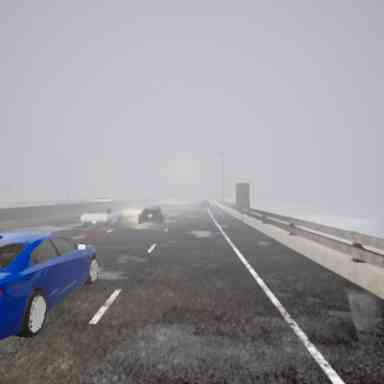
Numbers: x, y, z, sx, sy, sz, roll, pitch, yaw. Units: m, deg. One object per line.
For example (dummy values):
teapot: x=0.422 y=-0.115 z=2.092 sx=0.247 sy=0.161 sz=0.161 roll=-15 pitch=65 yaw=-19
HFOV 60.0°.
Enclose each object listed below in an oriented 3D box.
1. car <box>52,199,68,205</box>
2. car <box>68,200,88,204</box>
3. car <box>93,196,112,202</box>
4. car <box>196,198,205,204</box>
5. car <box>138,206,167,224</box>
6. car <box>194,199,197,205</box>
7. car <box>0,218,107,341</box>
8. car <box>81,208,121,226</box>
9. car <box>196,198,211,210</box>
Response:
car: x=-23.492 y=2.078 z=59.815 sx=2.128 sy=1.511 sz=4.902 roll=0 pitch=-1 yaw=2
car: x=-19.997 y=2.104 z=59.686 sx=1.812 sy=1.442 sz=4.674 roll=0 pitch=-1 yaw=2
car: x=-16.438 y=1.821 z=61.284 sx=2.150 sy=2.045 sz=5.566 roll=0 pitch=-1 yaw=2
car: x=2.238 y=2.297 z=88.015 sx=2.128 sy=1.511 sz=4.902 roll=0 pitch=-1 yaw=3
car: x=-3.176 y=1.818 z=27.448 sx=1.994 sy=1.385 sz=4.181 roll=0 pitch=-1 yaw=1
car: x=1.504 y=2.234 z=72.180 sx=1.895 sy=1.301 sz=4.718 roll=0 pitch=-1 yaw=2
car: x=-3.384 y=1.538 z=6.725 sx=1.882 sy=1.535 sz=5.008 roll=0 pitch=0 yaw=0
car: x=-6.714 y=1.832 z=25.156 sx=1.895 sy=1.301 sz=4.718 roll=0 pitch=-1 yaw=1
car: x=2.048 y=2.021 z=53.349 sx=1.837 sy=1.490 sz=4.892 roll=0 pitch=-1 yaw=2
